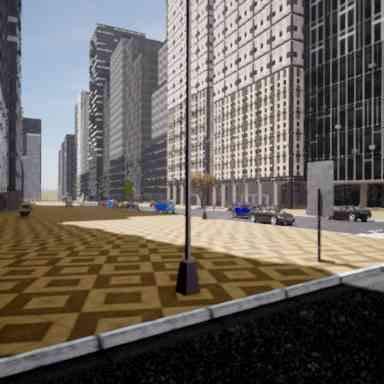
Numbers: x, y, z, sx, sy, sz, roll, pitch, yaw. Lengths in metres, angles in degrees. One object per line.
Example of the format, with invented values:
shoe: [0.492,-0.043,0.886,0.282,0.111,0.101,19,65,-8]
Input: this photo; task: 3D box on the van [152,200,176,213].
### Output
van: [-3.666,2.004,46.205,1.690,1.788,3.998,-1,-1,-26]

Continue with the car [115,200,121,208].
car: [-13.371,2.601,66.308,1.752,1.417,4.829,-1,-1,-26]

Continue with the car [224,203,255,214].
car: [6.330,2.167,44.781,1.947,1.339,4.313,-1,-1,-26]

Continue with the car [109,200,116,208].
car: [-15.890,2.729,71.526,1.887,1.381,4.507,-1,-1,-26]

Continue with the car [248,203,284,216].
car: [8.776,2.067,39.716,1.947,1.339,4.313,-1,-1,-26]

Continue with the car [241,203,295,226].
car: [6.121,1.813,25.942,2.008,1.369,4.403,-1,-1,-26]

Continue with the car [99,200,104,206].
car: [-23.226,3.051,86.718,1.887,1.381,4.507,-1,-1,-26]

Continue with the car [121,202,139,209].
car: [-10.999,2.524,61.396,2.008,1.369,4.403,-1,-1,-26]

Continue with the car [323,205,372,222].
car: [13.667,1.853,29.586,2.008,1.369,4.403,-1,-1,-26]

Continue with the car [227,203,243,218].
car: [5.678,1.913,32.842,1.812,1.442,4.674,0,-1,-26]

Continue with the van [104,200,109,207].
van: [-18.339,2.633,76.592,1.690,1.788,3.998,-1,-1,-26]

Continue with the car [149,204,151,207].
car: [-8.343,2.807,75.169,1.802,1.307,4.206,-1,-1,-26]
